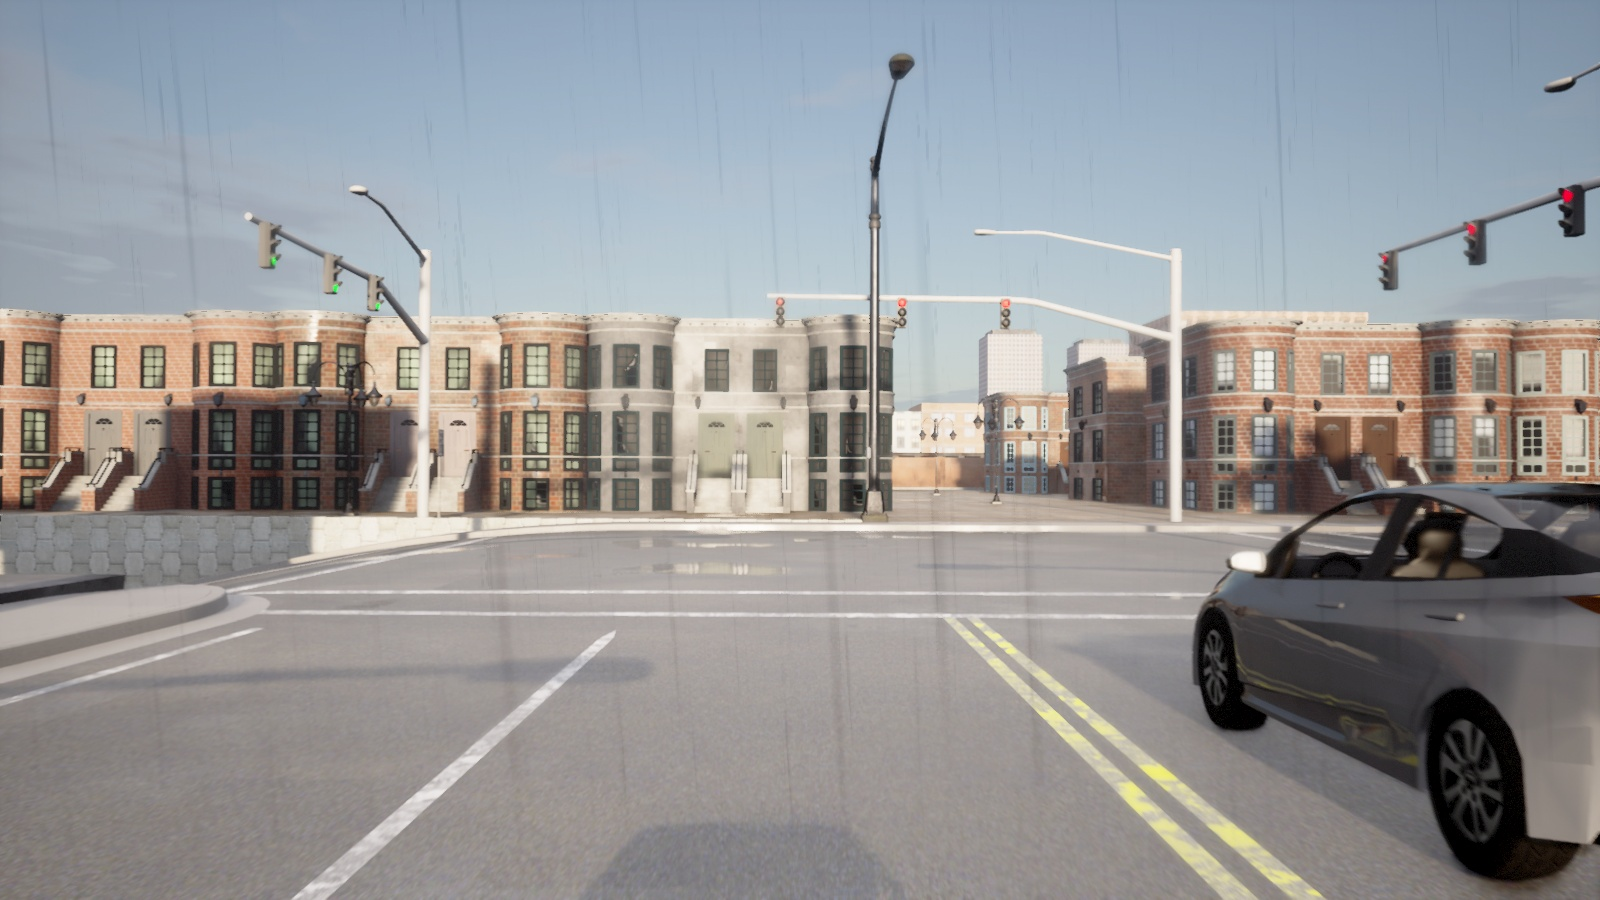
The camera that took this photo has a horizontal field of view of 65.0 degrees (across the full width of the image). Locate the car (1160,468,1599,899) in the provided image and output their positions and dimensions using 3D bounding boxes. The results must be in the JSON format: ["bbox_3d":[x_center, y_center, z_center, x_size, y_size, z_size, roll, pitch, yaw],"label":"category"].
[{"bbox_3d":[3.486,0.856,6.352,2.007,1.525,4.514,0,-1,0],"label":"car"}]
